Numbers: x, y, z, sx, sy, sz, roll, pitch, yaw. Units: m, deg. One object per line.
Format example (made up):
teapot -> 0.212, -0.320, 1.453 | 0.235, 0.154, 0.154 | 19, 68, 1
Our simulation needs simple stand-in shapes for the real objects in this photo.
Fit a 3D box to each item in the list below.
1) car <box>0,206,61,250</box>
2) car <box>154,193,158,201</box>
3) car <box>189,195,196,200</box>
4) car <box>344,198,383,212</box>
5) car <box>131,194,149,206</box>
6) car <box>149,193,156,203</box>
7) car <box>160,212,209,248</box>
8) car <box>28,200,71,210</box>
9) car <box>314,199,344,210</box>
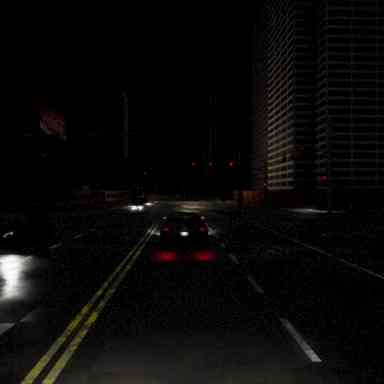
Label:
car -> -7.535, 1.530, 14.404 | 1.812, 1.442, 4.674 | 0, 0, -2
car -> -9.888, 1.249, 84.489 | 2.150, 2.045, 5.566 | 0, 0, -2
car -> 0.264, 1.555, 94.637 | 2.128, 1.511, 4.902 | 0, 0, -2
car -> 20.973, 1.504, 38.740 | 4.902, 1.511, 2.128 | 0, 0, -2
car -> -8.977, 1.509, 55.906 | 2.128, 1.511, 4.902 | 0, 0, -2
car -> -9.373, 1.547, 69.708 | 2.128, 1.511, 4.902 | 0, 0, -2
car -> -0.358, 1.569, 14.737 | 1.994, 1.385, 4.181 | 0, 0, -2
car -> -17.335, 1.613, 40.506 | 4.718, 1.301, 1.895 | 0, 0, -7
car -> 18.320, 1.561, 42.139 | 5.357, 1.411, 2.033 | 0, 0, -2
